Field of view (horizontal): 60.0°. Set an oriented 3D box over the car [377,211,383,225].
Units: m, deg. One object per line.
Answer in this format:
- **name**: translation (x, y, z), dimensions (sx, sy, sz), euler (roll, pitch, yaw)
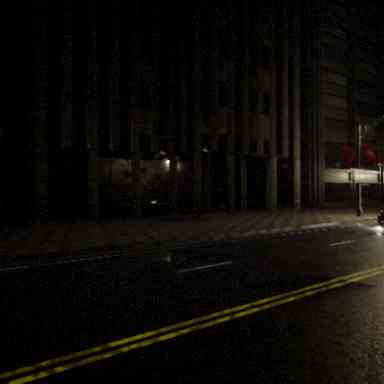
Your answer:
- **car**: translation (13.927, 1.372, 21.645), dimensions (4.674, 1.442, 1.812), euler (0, 0, -36)
